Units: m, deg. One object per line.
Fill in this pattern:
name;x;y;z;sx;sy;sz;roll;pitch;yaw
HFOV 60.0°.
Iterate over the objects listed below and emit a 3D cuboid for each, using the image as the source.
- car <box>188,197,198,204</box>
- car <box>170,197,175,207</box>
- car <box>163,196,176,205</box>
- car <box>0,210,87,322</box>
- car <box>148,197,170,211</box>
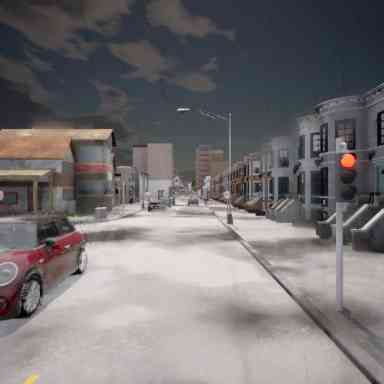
car;0.194;1.547;61.993;2.033;1.411;5.357;0;0;0
car;-4.023;1.505;49.454;1.837;1.490;4.892;0;0;0
car;-3.971;1.547;59.904;2.033;1.411;5.357;0;0;1
car;-3.926;1.352;7.349;2.097;1.767;4.553;0;0;-1
car;-4.049;1.564;39.509;1.994;1.385;4.181;0;0;0
